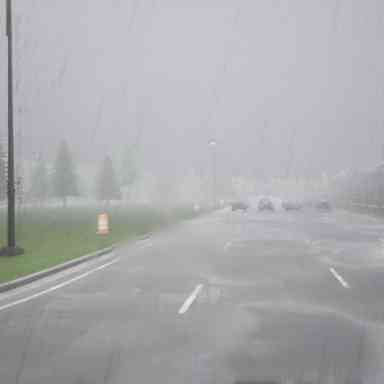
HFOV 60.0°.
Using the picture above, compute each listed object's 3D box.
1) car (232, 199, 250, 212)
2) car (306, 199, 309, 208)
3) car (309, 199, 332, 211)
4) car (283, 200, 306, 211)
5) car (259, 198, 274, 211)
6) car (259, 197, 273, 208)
[{"bbox_3d":[6.506,1.839,45.040,1.837,1.490,4.892,-1,-1,13],"label":"car"},{"bbox_3d":[18.940,1.781,52.994,2.033,1.411,5.357,-1,-1,12],"label":"car"},{"bbox_3d":[16.863,1.677,43.250,1.837,1.490,4.892,-1,-1,13],"label":"car"},{"bbox_3d":[13.442,1.791,43.971,1.994,1.385,4.181,-1,-1,13],"label":"car"},{"bbox_3d":[10.026,1.883,44.738,1.895,1.301,4.718,-1,-1,13],"label":"car"},{"bbox_3d":[12.093,1.695,54.461,2.097,1.767,4.553,-1,-1,12],"label":"car"}]
